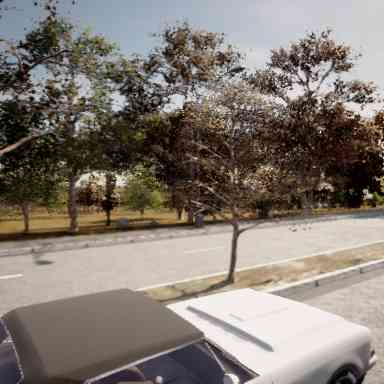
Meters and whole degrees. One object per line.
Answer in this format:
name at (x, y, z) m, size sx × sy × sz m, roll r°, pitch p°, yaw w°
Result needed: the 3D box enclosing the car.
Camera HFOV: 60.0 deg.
car at (-0.421, 1.593, 2.832) m, size 4.718 × 1.301 × 1.895 m, roll -1°, pitch 0°, yaw -35°
